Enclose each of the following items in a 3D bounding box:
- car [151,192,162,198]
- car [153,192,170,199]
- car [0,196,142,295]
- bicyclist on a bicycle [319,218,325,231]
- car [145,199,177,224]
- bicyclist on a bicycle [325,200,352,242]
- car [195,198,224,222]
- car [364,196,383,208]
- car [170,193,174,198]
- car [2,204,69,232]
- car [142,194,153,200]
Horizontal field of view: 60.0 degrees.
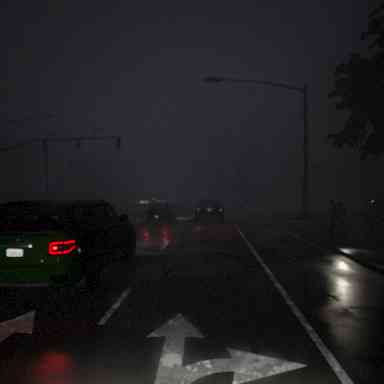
[{"bbox_3d":[-9.445,0.871,89.464,2.128,1.511,4.902,0,1,3],"label":"car"},{"bbox_3d":[-6.748,1.178,73.927,1.994,1.385,4.181,0,1,3],"label":"car"},{"bbox_3d":[-3.091,1.202,8.845,2.150,2.045,5.566,0,0,4],"label":"car"},{"bbox_3d":[7.504,1.259,17.380,1.656,1.620,0.582,0,0,11],"label":"bicyclist on a bicycle"},{"bbox_3d":[-2.205,1.466,24.389,1.812,1.442,4.674,0,0,3],"label":"car"},{"bbox_3d":[6.239,1.266,14.078,0.582,1.620,1.656,0,0,8],"label":"bicyclist on a bicycle"},{"bbox_3d":[1.339,1.290,25.420,2.097,1.767,4.553,0,0,3],"label":"car"},{"bbox_3d":[25.315,1.243,43.871,4.553,1.767,2.097,0,0,2],"label":"car"},{"bbox_3d":[-5.948,0.885,89.322,2.033,1.411,5.357,0,1,3],"label":"car"},{"bbox_3d":[-9.545,1.515,20.740,1.994,1.385,4.181,0,0,3],"label":"car"},{"bbox_3d":[-10.251,1.153,73.967,2.128,1.511,4.902,0,1,3],"label":"car"}]
